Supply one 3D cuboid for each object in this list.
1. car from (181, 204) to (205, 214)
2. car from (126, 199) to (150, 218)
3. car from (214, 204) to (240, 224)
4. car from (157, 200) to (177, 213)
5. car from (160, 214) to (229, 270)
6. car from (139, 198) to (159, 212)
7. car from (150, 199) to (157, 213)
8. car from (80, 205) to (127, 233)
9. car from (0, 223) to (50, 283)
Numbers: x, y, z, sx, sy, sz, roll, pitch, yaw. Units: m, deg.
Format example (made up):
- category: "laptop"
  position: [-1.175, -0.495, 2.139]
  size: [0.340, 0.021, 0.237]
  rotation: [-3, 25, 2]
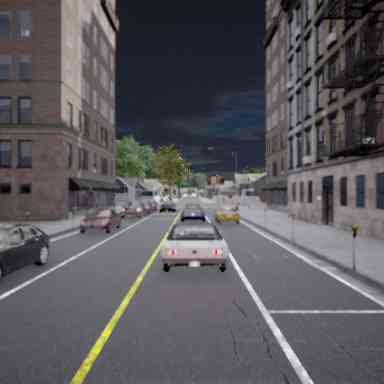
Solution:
- category: "car"
  position: [0.080, 1.684, 27.550]
  size: [1.994, 1.385, 4.181]
  rotation: [0, 0, 0]
- category: "car"
  position: [-5.397, 1.576, 31.117]
  size: [1.967, 1.590, 4.097]
  rotation: [0, 0, 0]
- category: "car"
  position: [2.649, 1.638, 25.786]
  size: [1.752, 1.417, 4.829]
  rotation: [0, 0, 0]
- category: "car"
  position: [-2.822, 1.722, 39.980]
  size: [2.033, 1.411, 5.357]
  rotation: [0, 0, 0]
- category: "car"
  position: [0.080, 1.650, 11.113]
  size: [1.895, 1.301, 4.718]
  rotation: [0, 0, 0]
- category: "car"
  position: [-5.394, 1.623, 42.125]
  size: [1.967, 1.590, 4.097]
  rotation: [0, 0, 0]
- category: "car"
  position: [-5.396, 1.600, 36.621]
  size: [1.967, 1.590, 4.097]
  rotation: [0, 0, 0]
- category: "car"
  position: [-5.401, 1.670, 20.109]
  size: [1.802, 1.307, 4.206]
  rotation: [0, 0, 0]
- category: "car"
  position: [-5.404, 1.591, 9.101]
  size: [2.008, 1.369, 4.403]
  rotation: [0, 0, 0]
